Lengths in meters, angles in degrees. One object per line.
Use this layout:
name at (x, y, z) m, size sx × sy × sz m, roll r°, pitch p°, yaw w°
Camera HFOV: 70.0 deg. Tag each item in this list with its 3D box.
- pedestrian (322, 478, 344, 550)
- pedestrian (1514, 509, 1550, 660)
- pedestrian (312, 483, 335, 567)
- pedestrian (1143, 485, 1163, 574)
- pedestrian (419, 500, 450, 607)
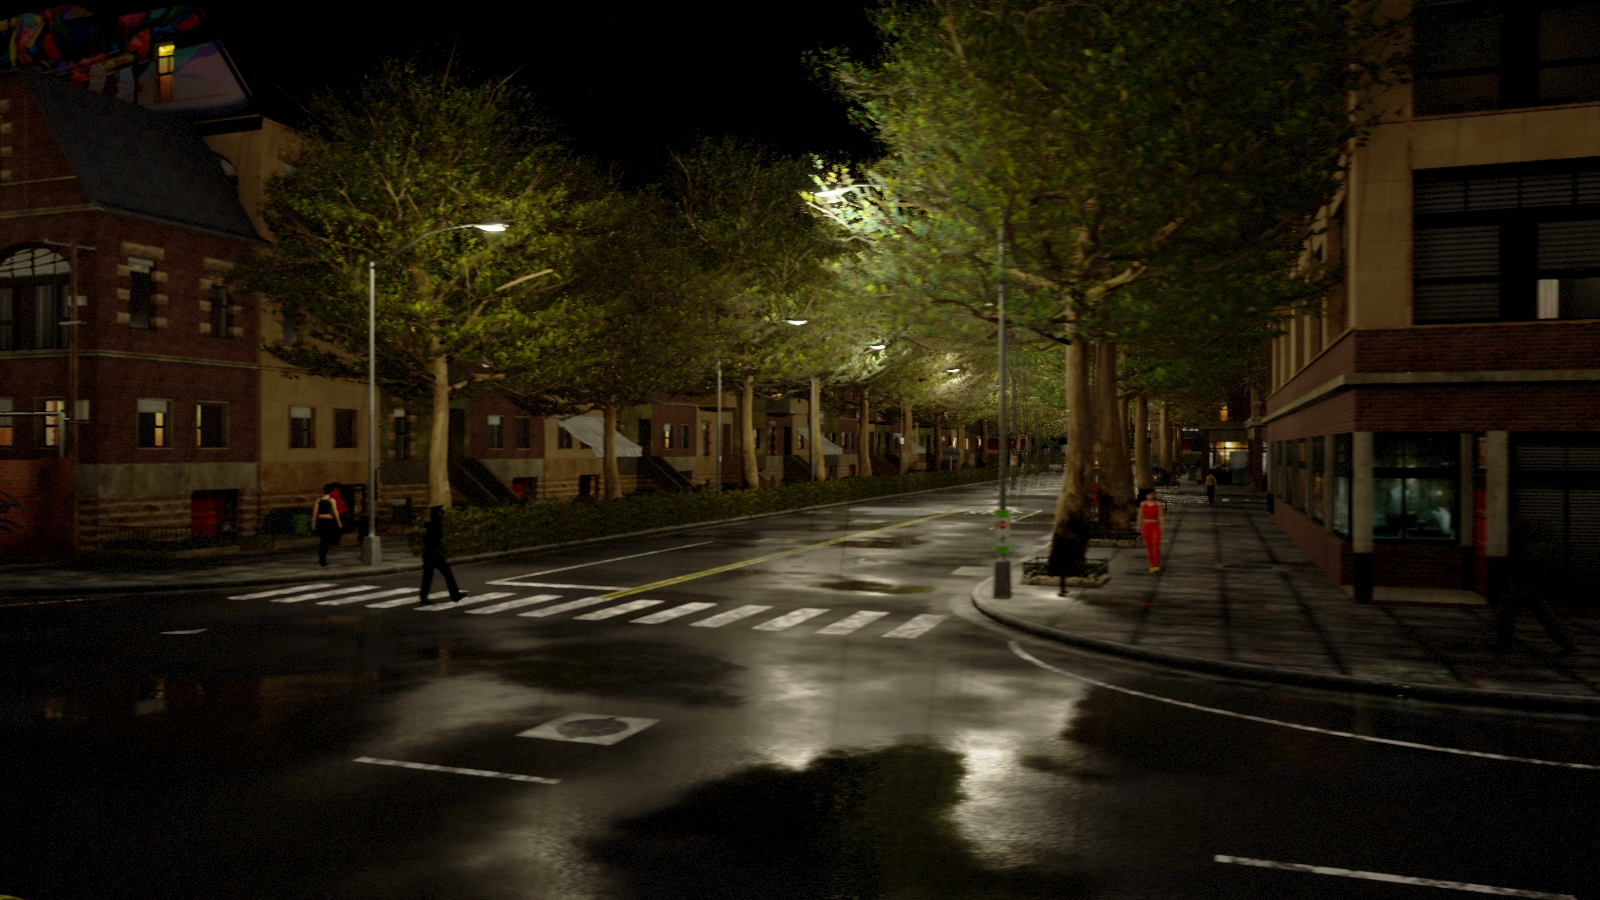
pedestrian at (-12.304, 1.680, 30.119) m, size 0.375 × 1.860 × 0.375 m, roll 0°, pitch 0°, yaw 17°
pedestrian at (9.324, 1.699, 14.569) m, size 0.375 × 1.860 × 0.375 m, roll 0°, pitch 0°, yaw 31°
pedestrian at (-10.713, 1.683, 25.690) m, size 0.375 × 1.860 × 0.375 m, roll 0°, pitch 0°, yaw 0°
pedestrian at (7.563, 1.695, 24.467) m, size 0.375 × 1.860 × 0.375 m, roll 0°, pitch 0°, yaw 22°
pedestrian at (-6.535, 1.839, 20.439) m, size 0.375 × 1.860 × 0.375 m, roll 0°, pitch 0°, yaw 23°
